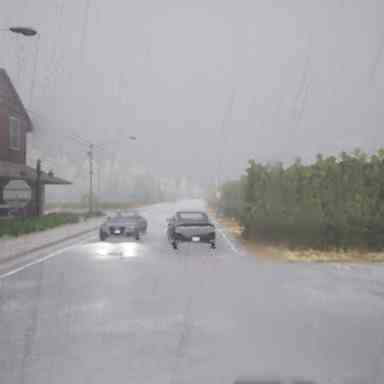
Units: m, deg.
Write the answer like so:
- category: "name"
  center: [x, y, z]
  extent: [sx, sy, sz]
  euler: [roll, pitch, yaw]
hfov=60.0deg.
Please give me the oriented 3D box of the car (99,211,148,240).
- category: "car"
  center: [-3.571, 1.733, 17.912]
  extent: [1.994, 1.385, 4.181]
  euler: [0, -1, 0]

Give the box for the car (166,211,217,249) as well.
- category: "car"
  center: [-0.092, 1.635, 15.284]
  extent: [2.128, 1.511, 4.902]
  euler: [0, -1, -6]
